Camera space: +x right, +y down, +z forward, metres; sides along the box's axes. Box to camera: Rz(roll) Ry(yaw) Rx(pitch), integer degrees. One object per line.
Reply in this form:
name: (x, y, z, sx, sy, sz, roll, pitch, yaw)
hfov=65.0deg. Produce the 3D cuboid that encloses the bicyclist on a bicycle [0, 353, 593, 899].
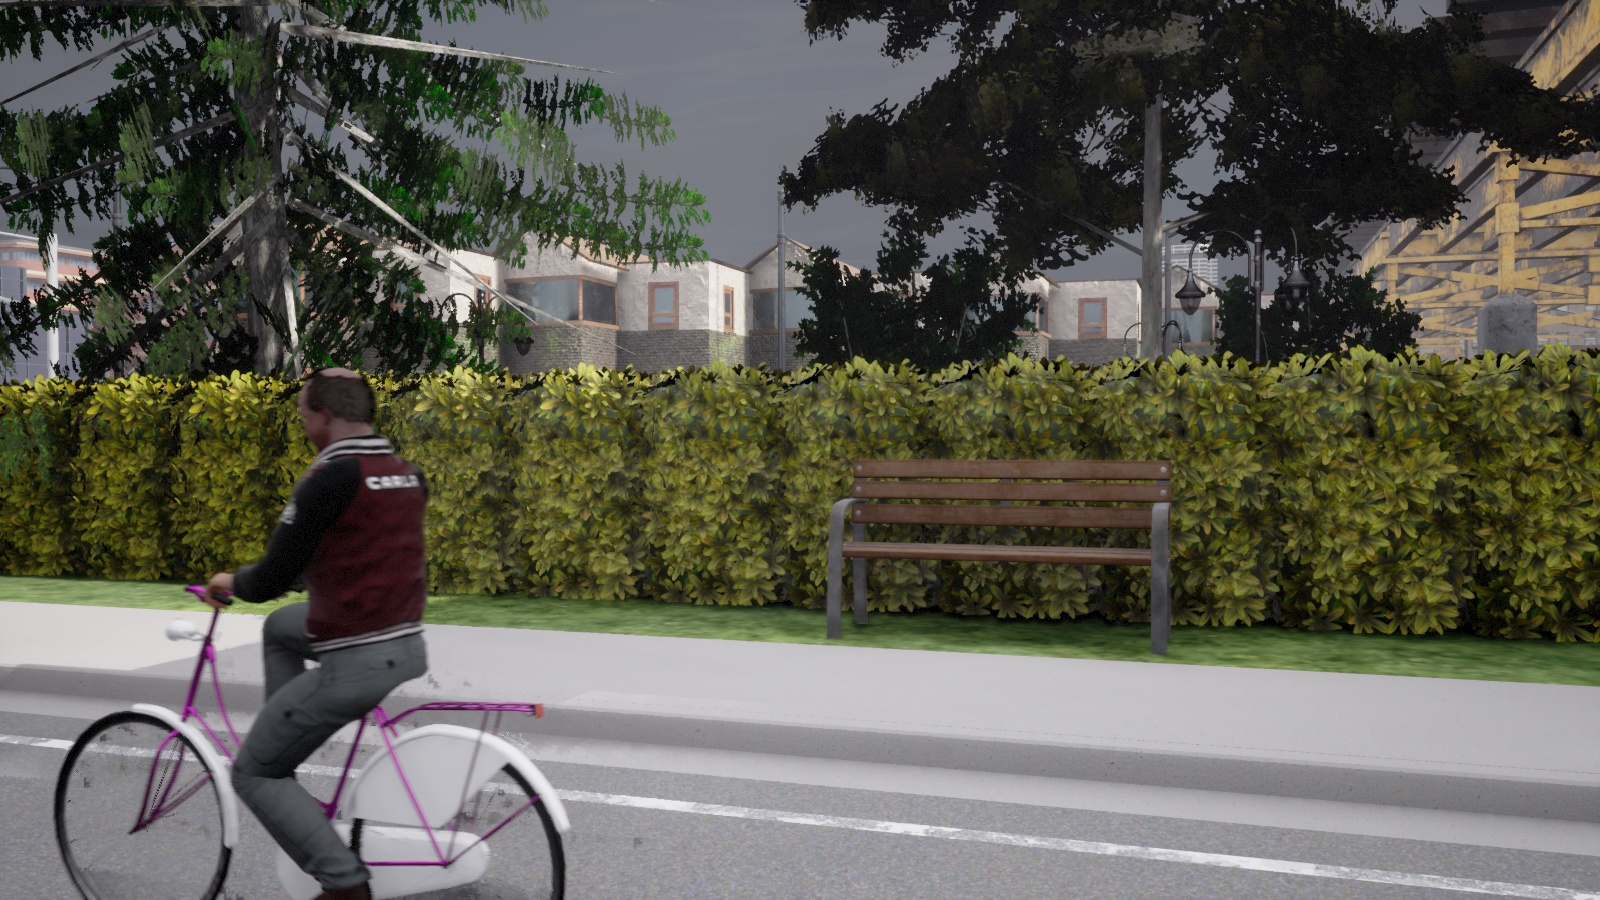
bicyclist on a bicycle: (-1.604, 0.631, 3.738, 1.843, 1.776, 0.659, 1, 1, 18)
